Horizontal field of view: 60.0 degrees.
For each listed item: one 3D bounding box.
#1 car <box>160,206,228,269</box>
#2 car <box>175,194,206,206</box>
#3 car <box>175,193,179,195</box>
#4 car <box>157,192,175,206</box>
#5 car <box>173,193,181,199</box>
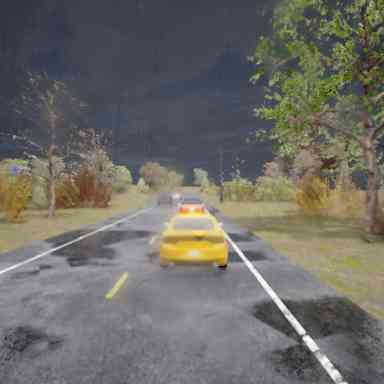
[{"bbox_3d":[0.054,1.439,11.015,1.882,1.535,5.008,0,0,0],"label":"car"},{"bbox_3d":[-0.001,1.259,26.150,2.097,1.767,4.553,0,0,0],"label":"car"},{"bbox_3d":[-3.730,0.992,79.339,1.812,1.442,4.674,0,0,-2],"label":"car"},{"bbox_3d":[-3.955,1.029,49.356,2.150,2.045,5.566,0,0,-3],"label":"car"},{"bbox_3d":[-3.882,1.048,86.669,1.994,1.385,4.181,0,0,0],"label":"car"}]
